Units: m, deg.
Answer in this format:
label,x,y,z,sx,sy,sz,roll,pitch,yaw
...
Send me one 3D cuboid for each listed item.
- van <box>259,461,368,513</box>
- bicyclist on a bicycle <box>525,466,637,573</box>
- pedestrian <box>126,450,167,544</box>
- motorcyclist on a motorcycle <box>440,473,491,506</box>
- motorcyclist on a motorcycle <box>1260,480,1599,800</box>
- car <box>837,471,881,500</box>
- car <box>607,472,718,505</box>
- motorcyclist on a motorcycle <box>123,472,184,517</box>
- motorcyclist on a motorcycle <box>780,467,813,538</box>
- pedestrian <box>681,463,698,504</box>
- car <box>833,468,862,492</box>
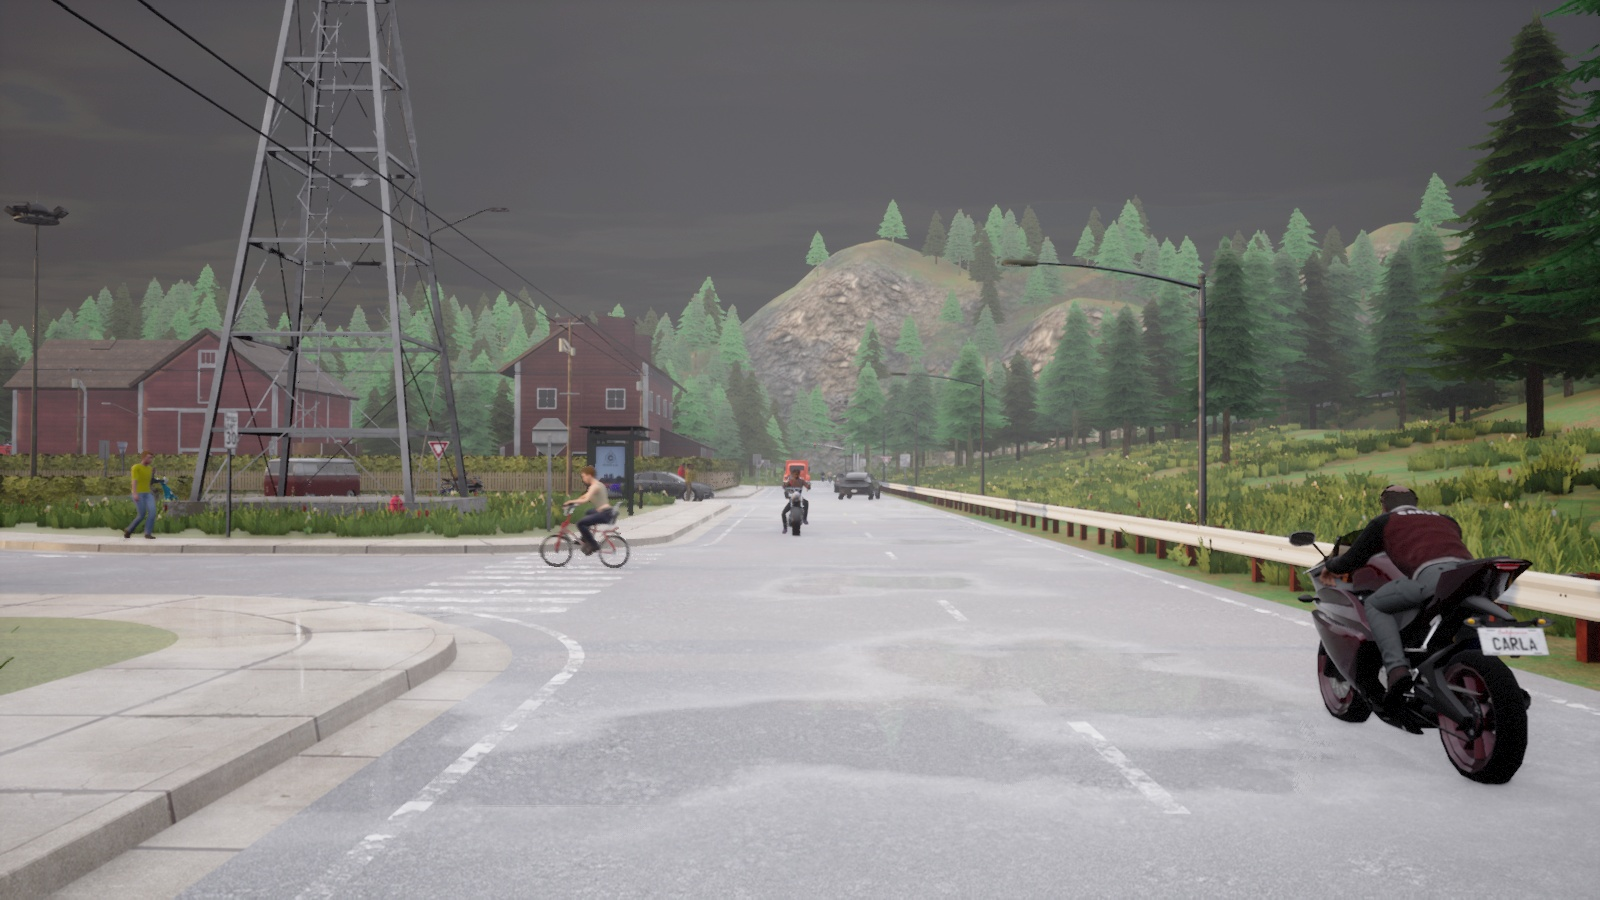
label,x,y,z,sx,sy,sz,roll,pitch,yaw
van,-19.595,1.451,50.756,1.775,1.987,4.442,0,-1,16
bicyclist on a bicycle,-3.444,1.078,19.791,1.509,1.612,0.866,0,1,12
pedestrian,-12.930,0.915,24.848,0.706,1.836,0.354,-1,-1,22
motorcyclist on a motorcycle,-15.841,1.856,59.459,2.191,1.530,0.866,0,-1,0
motorcyclist on a motorcycle,3.482,0.949,7.207,0.866,1.530,2.191,0,-1,0
car,3.264,1.888,68.189,1.837,1.490,4.892,0,-1,9
car,-6.448,1.782,59.181,4.892,1.490,1.837,0,-1,7
motorcyclist on a motorcycle,-23.020,1.569,44.726,1.817,1.590,0.866,1,-1,-36
motorcyclist on a motorcycle,-0.076,1.252,30.699,0.766,1.649,2.350,0,-1,0
pedestrian,-5.061,1.531,57.399,0.709,1.840,0.431,0,-1,-11
car,3.284,2.097,88.015,1.851,1.617,3.988,0,-1,0
